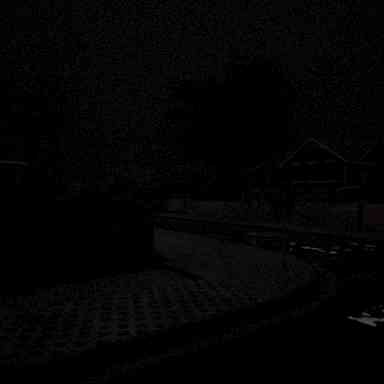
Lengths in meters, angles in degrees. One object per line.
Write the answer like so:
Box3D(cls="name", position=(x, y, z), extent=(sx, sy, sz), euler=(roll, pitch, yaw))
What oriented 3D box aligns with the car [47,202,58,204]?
Box3D(cls="car", position=(-19.468, 2.161, 46.919), extent=(2.033, 1.411, 5.357), euler=(1, -2, -42))
